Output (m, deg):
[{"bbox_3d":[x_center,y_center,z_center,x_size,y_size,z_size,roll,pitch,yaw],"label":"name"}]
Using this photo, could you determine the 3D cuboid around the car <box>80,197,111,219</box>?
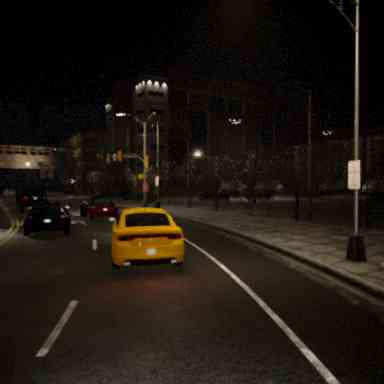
[{"bbox_3d":[-6.414,1.031,22.779,1.994,1.385,4.181,-1,2,-28],"label":"car"}]

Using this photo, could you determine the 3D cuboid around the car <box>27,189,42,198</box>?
[{"bbox_3d":[-27.323,0.246,57.659,1.994,1.385,4.181,-1,2,-31],"label":"car"}]

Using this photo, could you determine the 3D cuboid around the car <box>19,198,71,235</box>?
[{"bbox_3d":[-7.053,1.186,16.337,1.994,1.385,4.181,-1,1,-22],"label":"car"}]

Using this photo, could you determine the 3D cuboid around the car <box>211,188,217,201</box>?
[{"bbox_3d":[2.810,0.201,43.628,2.185,1.767,4.553,-1,2,-32],"label":"car"}]

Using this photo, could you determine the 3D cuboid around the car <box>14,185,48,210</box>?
[{"bbox_3d":[-13.810,0.564,28.735,2.150,2.045,5.566,-1,2,-31],"label":"car"}]

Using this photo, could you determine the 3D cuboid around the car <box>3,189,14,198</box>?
[{"bbox_3d":[-31.613,0.210,57.966,1.812,1.442,4.674,-1,2,-31],"label":"car"}]

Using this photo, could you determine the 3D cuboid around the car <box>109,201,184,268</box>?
[{"bbox_3d":[-1.544,1.227,10.470,1.882,1.535,5.008,0,2,-13],"label":"car"}]
